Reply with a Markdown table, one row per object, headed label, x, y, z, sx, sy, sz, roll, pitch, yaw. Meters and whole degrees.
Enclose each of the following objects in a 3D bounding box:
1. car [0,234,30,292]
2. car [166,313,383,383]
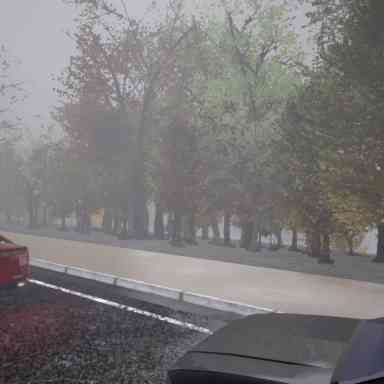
| label | x | y | z | sx | sy | sz | roll | pitch | yaw |
| --- | --- | --- | --- | --- | --- | --- | --- | --- | --- |
| car | -5.820 | 1.476 | 7.799 | 5.008 | 1.535 | 1.882 | 0 | 0 | 35 |
| car | 2.307 | 1.548 | 2.043 | 5.357 | 1.411 | 2.033 | 0 | 0 | 35 |
